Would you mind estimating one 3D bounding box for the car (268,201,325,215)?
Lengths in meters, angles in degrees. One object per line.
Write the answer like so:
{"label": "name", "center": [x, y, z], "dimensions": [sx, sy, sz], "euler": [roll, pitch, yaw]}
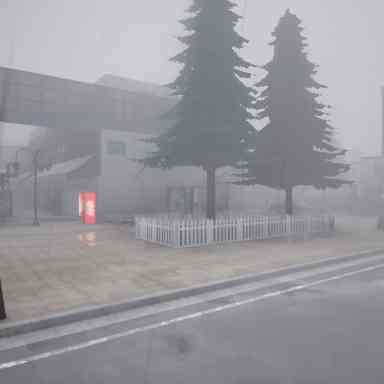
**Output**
{"label": "car", "center": [9.582, 1.532, 30.796], "dimensions": [2.033, 1.411, 5.357], "euler": [0, 0, -34]}
